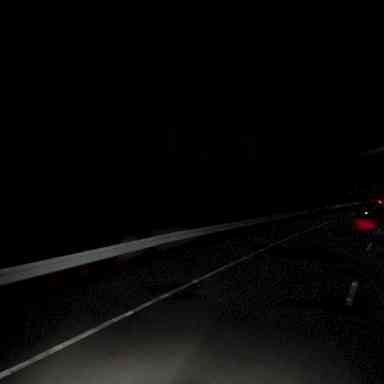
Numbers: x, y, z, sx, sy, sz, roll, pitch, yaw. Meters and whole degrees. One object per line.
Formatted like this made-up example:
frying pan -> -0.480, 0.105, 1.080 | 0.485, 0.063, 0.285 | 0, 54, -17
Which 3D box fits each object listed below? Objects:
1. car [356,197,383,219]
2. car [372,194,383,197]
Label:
car -> 15.913, 1.505, 29.703 | 1.837, 1.490, 4.892 | 0, 0, 35
car -> 21.936, 1.221, 38.270 | 2.150, 2.045, 5.566 | 0, 0, 35
